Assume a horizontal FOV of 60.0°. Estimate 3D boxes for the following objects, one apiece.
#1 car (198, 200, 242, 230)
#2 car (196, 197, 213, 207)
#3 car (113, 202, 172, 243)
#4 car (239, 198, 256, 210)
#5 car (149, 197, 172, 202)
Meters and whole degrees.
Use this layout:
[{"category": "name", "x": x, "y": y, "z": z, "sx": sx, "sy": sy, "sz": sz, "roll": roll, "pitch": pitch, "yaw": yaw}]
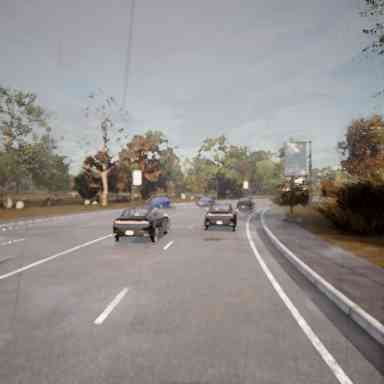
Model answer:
[{"category": "car", "x": 1.873, "y": 1.474, "z": 20.764, "sx": 2.128, "sy": 1.511, "sz": 4.902, "roll": 0, "pitch": 0, "yaw": 8}, {"category": "car", "x": 2.065, "y": 1.464, "z": 50.232, "sx": 1.812, "sy": 1.442, "sz": 4.674, "roll": 0, "pitch": 0, "yaw": 21}, {"category": "car", "x": -2.302, "y": 1.464, "z": 16.072, "sx": 2.128, "sy": 1.511, "sz": 4.902, "roll": 0, "pitch": 0, "yaw": 6}, {"category": "car", "x": 6.817, "y": 1.482, "z": 41.870, "sx": 1.837, "sy": 1.490, "sz": 4.892, "roll": 0, "pitch": 0, "yaw": 17}, {"category": "car", "x": -4.139, "y": 1.401, "z": 42.577, "sx": 1.882, "sy": 1.535, "sz": 5.008, "roll": 0, "pitch": 0, "yaw": 17}]
